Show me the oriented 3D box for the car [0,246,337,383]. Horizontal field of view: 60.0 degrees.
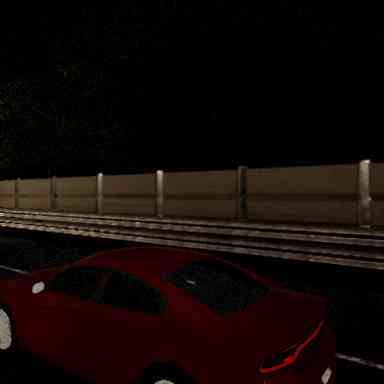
[{"bbox_3d":[-0.801,1.488,4.443,5.008,1.535,1.882,0,0,36],"label":"car"}]
